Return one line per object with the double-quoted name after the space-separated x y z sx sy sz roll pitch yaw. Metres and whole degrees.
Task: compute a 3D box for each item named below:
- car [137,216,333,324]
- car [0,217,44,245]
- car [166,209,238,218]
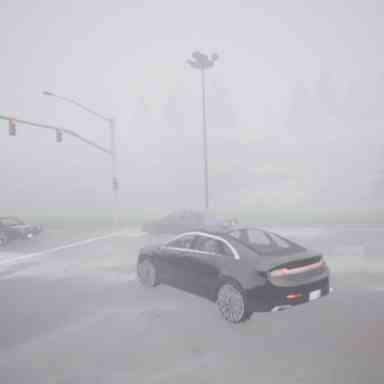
0.518 1.500 7.299 2.128 1.511 4.902 -1 0 -37 "car"
-10.348 1.986 17.243 4.718 1.301 1.895 -2 0 11 "car"
-0.142 1.611 17.384 5.357 1.411 2.033 -2 0 32 "car"
